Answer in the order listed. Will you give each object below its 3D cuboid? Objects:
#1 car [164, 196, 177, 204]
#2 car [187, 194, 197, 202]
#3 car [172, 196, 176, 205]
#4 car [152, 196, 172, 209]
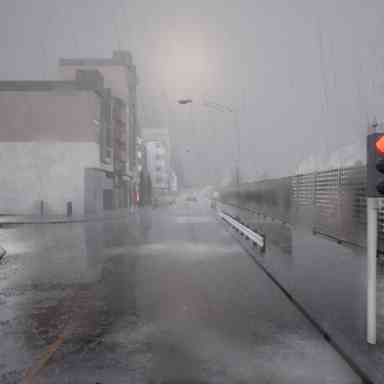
[{"bbox_3d":[-4.077,1.491,64.827,2.128,1.511,4.902,0,0,0],"label":"car"},{"bbox_3d":[-0.038,1.355,76.616,2.097,1.767,4.553,0,0,0],"label":"car"},{"bbox_3d":[-4.113,1.477,54.579,1.882,1.535,5.008,0,0,0],"label":"car"},{"bbox_3d":[-4.116,1.505,44.346,1.837,1.490,4.892,0,0,0],"label":"car"}]
